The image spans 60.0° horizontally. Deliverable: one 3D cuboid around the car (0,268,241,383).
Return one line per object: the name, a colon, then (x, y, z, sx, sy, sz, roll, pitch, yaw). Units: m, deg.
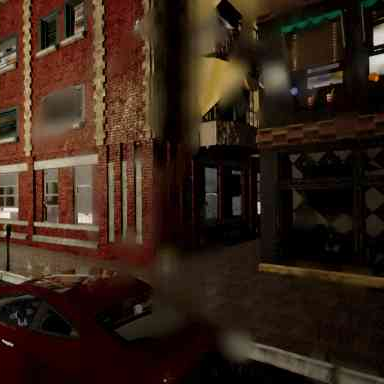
car: (-1.472, 1.583, 3.899, 4.206, 1.307, 1.802, 0, -1, 36)
